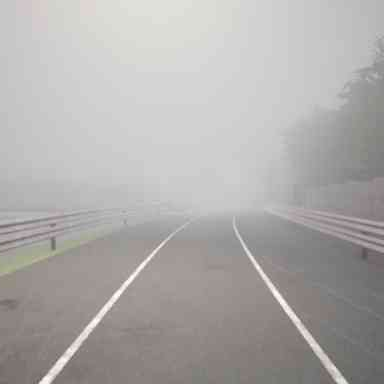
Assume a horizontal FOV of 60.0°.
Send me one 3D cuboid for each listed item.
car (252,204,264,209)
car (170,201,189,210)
[{"bbox_3d":[17.247,3.765,86.682,1.994,1.385,4.181,-1,-3,31],"label":"car"},{"bbox_3d":[-2.469,2.555,62.426,4.553,1.767,2.097,2,-3,-43],"label":"car"}]
